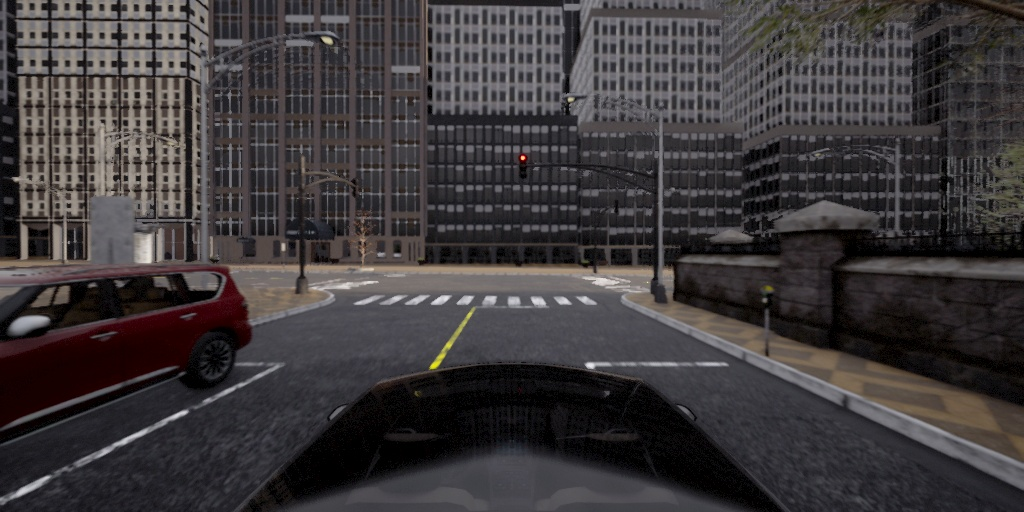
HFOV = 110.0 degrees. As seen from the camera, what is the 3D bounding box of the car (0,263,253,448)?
[{"bbox_3d":[-5.384,1.042,4.044,2.192,1.841,5.009,0,0,0],"label":"car"}]
